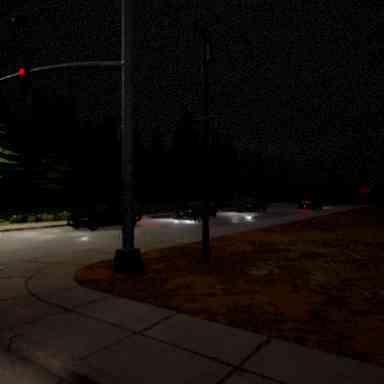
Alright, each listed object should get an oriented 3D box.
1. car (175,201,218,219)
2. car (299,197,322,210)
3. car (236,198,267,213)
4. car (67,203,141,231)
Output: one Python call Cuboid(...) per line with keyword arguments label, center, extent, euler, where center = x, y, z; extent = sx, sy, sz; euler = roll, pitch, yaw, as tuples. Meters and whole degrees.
Cuboid(label="car", center=(0.520, 1.497, 28.972), extent=(1.812, 1.442, 4.674), euler=(0, 0, 37))
Cuboid(label="car", center=(15.204, 1.439, 42.583), extent=(1.837, 1.490, 4.892), euler=(0, 0, 37))
Cuboid(label="car", center=(6.742, 1.428, 37.353), extent=(1.882, 1.535, 5.008), euler=(0, 0, 37))
Cuboid(label="car", center=(-5.410, 1.468, 20.980), extent=(1.882, 1.535, 5.008), euler=(0, 0, 37))
